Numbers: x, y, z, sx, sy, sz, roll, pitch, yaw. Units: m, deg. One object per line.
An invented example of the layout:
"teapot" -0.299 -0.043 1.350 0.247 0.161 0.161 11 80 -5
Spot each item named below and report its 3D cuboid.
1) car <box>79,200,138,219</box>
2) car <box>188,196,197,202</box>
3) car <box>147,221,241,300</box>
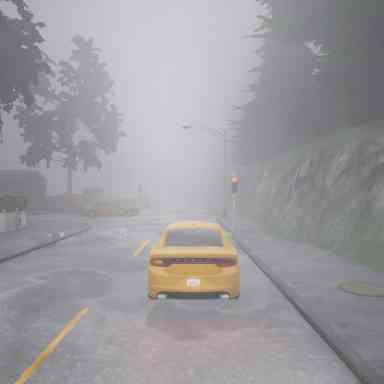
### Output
"car" -7.138 1.477 28.689 5.008 1.535 1.882 0 1 -19
"car" 0.017 1.507 71.017 1.895 1.301 4.718 0 0 0
"car" 0.050 1.478 8.484 1.882 1.535 5.008 0 0 1
